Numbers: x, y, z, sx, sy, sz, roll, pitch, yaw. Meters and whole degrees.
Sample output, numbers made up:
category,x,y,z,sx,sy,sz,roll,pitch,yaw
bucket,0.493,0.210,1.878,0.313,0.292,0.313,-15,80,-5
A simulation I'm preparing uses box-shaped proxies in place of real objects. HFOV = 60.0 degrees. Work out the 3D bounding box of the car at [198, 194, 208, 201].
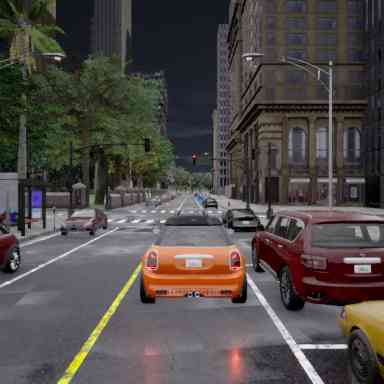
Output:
category,x,y,z,sx,sy,sz,roll,pitch,yaw
car,2.469,1.492,56.016,1.752,1.417,4.829,0,0,0

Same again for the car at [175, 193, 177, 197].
category,x,y,z,sx,sy,sz,roll,pitch,yaw
car,-6.256,1.228,93.762,2.192,1.841,5.009,0,0,0

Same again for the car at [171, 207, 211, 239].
category,x,y,z,sx,sy,sz,roll,pitch,yaw
car,-0.031,1.595,18.158,1.895,1.301,4.718,0,0,0

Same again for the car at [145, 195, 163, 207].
category,x,y,z,sx,sy,sz,roll,pitch,yaw
car,-6.026,1.523,50.400,2.008,1.369,4.403,0,0,0

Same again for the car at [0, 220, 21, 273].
category,x,y,z,sx,sy,sz,roll,pitch,yaw
car,-5.801,1.438,7.689,1.967,1.590,4.097,0,0,0

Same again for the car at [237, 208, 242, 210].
category,x,y,z,sx,sy,sz,roll,pitch,yaw
car,2.667,1.560,18.569,1.947,1.339,4.313,0,0,0

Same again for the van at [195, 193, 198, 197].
category,x,y,z,sx,sy,sz,roll,pitch,yaw
van,2.326,1.272,82.947,1.690,1.788,3.998,0,0,0

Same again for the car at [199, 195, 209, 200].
category,x,y,z,sx,sy,sz,roll,pitch,yaw
car,2.499,1.538,50.425,1.947,1.339,4.313,0,0,0

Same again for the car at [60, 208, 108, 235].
category,x,y,z,sx,sy,sz,roll,pitch,yaw
car,-5.858,1.576,18.541,1.802,1.307,4.206,0,0,0

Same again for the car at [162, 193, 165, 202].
category,x,y,z,sx,sy,sz,roll,pitch,yaw
car,-6.055,1.407,55.820,1.967,1.590,4.097,0,0,0

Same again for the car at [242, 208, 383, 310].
category,x,y,z,sx,sy,sz,roll,pitch,yaw
car,2.724,1.313,7.718,2.192,1.841,5.009,0,0,0

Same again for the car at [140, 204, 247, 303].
category,x,y,z,sx,sy,sz,roll,pitch,yaw
car,0.032,1.350,8.339,2.097,1.767,4.553,0,0,0

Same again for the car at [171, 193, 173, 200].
category,x,y,z,sx,sy,sz,roll,pitch,yaw
car,-6.170,1.255,77.501,2.192,1.841,5.009,0,0,0

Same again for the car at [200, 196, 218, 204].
category,x,y,z,sx,sy,sz,roll,pitch,yaw
car,2.528,1.542,45.005,1.947,1.339,4.313,0,0,0

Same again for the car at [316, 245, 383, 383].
category,x,y,z,sx,sy,sz,roll,pitch,yaw
car,2.752,1.525,2.463,1.752,1.417,4.829,0,0,0

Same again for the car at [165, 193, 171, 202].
category,x,y,z,sx,sy,sz,roll,pitch,yaw
car,-6.141,1.388,72.081,1.967,1.590,4.097,0,0,0
